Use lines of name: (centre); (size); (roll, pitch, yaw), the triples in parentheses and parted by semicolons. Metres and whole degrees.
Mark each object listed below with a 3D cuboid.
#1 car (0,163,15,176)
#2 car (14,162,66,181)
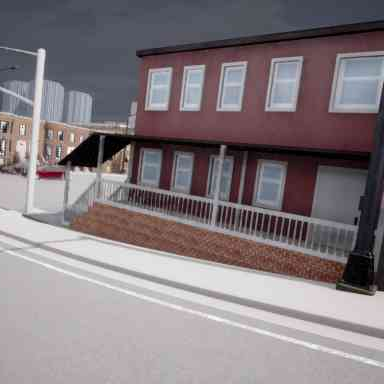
car: (-18.355, -2.513, 36.286); (2.033, 1.411, 5.357); (10, 6, 36)
car: (-15.234, -2.064, 34.666); (1.882, 1.535, 5.008); (10, 6, 35)
